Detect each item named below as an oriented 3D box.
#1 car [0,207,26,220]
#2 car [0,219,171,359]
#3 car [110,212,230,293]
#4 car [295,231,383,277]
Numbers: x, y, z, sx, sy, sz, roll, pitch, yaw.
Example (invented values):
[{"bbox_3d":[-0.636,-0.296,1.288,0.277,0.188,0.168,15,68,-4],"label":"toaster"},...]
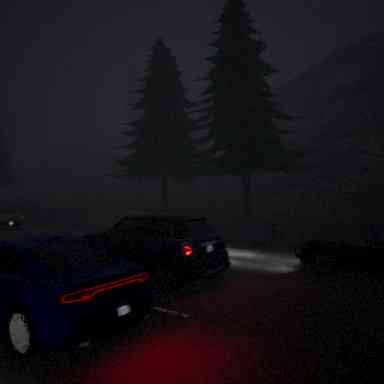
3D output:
[{"bbox_3d":[-12.994,1.640,21.892,4.718,1.301,1.895,0,0,36],"label":"car"},{"bbox_3d":[-2.972,1.512,6.124,5.008,1.535,1.882,0,0,35],"label":"car"},{"bbox_3d":[-1.299,1.392,9.235,4.553,1.767,2.097,0,0,35],"label":"car"},{"bbox_3d":[5.293,1.619,8.820,4.718,1.301,1.895,0,0,35],"label":"car"}]
